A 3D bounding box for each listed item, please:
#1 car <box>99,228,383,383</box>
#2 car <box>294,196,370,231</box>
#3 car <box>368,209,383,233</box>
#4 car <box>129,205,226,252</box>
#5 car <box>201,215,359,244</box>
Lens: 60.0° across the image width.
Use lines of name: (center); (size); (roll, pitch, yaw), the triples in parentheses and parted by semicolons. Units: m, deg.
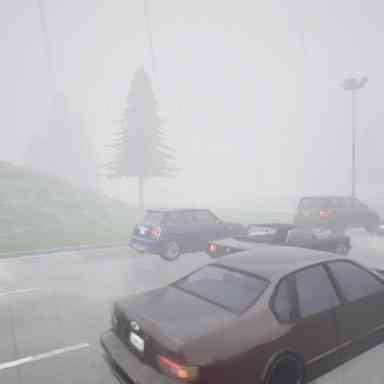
car: (1.485, 1.545, 4.805); (5.357, 1.411, 2.033); (0, 0, -35)
car: (7.854, 1.211, 17.934); (5.566, 2.045, 2.150); (0, 0, -35)
car: (10.631, 1.537, 15.574); (5.357, 1.411, 2.033); (0, 0, -38)
car: (0.057, 1.348, 12.379); (4.553, 1.767, 2.097); (0, 0, -36)
car: (2.799, 1.596, 10.036); (4.718, 1.301, 1.895); (0, 0, -35)
